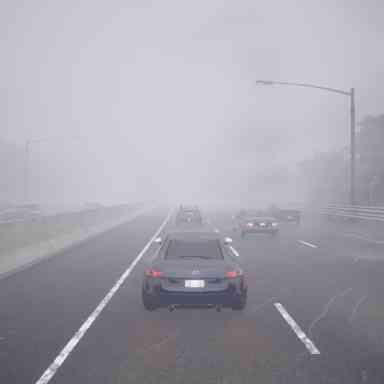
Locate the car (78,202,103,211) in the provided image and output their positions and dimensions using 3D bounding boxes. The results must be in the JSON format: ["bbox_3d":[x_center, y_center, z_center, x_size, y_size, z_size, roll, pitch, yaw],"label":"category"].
[{"bbox_3d":[-11.349,1.846,37.664,2.033,1.411,5.357,0,-1,-2],"label":"car"}]

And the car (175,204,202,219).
[{"bbox_3d":[-0.256,1.647,24.612,2.128,1.511,4.902,0,-1,-1],"label":"car"}]

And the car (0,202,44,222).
[{"bbox_3d":[-14.575,1.710,28.880,1.837,1.490,4.892,0,-1,-2],"label":"car"}]

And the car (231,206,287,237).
[{"bbox_3d":[3.376,1.637,18.568,2.033,1.411,5.357,0,-1,-1],"label":"car"}]

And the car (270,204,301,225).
[{"bbox_3d":[6.722,1.641,25.555,1.882,1.535,5.008,0,-1,-2],"label":"car"}]

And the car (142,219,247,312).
[{"bbox_3d":[0.032,1.574,7.804,1.994,1.385,4.181,0,0,0],"label":"car"}]
